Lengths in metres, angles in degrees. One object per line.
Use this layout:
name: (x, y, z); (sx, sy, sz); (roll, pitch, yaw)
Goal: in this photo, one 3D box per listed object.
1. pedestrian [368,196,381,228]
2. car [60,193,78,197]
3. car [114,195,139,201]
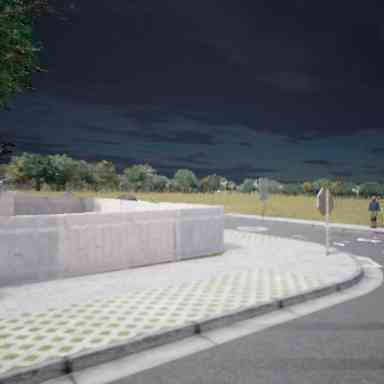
pedestrian: (10.298, 1.113, 18.838); (0.375, 1.860, 0.375); (2, -1, -36)
car: (-21.361, 0.828, 57.642); (2.033, 1.411, 5.357); (1, 0, -36)
car: (-7.906, 1.096, 39.041); (1.837, 1.490, 4.892); (1, 0, -36)
